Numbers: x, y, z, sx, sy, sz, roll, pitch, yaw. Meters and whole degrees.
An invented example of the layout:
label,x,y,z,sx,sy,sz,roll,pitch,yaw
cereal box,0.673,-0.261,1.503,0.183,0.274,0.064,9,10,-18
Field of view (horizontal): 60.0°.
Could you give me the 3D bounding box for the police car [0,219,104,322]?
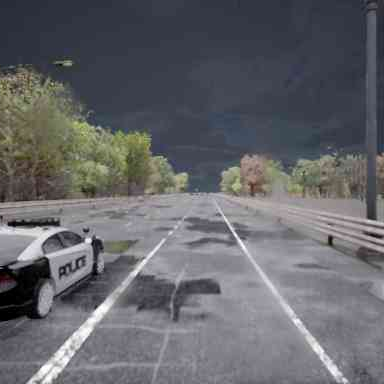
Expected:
label,x,y,z,sx,sy,sz,roll,pitch,yaw
police car,-3.451,1.430,7.485,1.930,1.638,5.238,0,0,3
